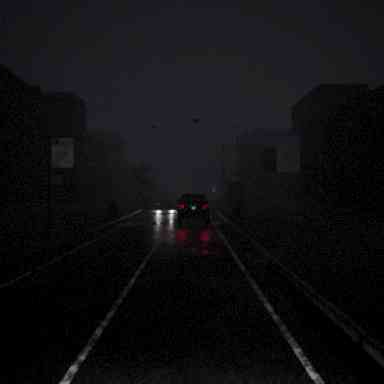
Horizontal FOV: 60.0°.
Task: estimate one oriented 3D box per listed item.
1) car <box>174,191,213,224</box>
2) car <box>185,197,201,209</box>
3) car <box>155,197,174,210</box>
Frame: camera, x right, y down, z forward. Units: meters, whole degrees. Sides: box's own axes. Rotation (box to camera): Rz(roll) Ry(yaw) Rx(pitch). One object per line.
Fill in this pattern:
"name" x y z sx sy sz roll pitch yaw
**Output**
"car" 0.096 1.146 24.181 2.150 2.045 5.566 0 0 0
"car" 0.096 1.378 42.167 1.895 1.301 4.718 0 1 0
"car" -3.097 1.328 39.384 1.812 1.442 4.674 0 0 0
